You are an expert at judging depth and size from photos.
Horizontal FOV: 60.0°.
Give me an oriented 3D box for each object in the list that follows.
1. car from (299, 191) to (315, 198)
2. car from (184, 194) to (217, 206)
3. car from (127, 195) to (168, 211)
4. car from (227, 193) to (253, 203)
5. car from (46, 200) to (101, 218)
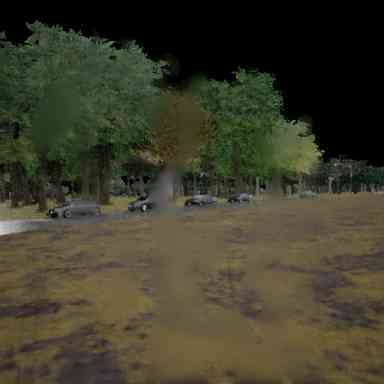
[{"bbox_3d":[22.988,0.448,66.266,2.033,1.411,5.357,-3,-1,35],"label":"car"},{"bbox_3d":[1.197,1.025,41.827,2.033,1.411,5.357,-3,-1,35],"label":"car"},{"bbox_3d":[-4.467,1.132,33.824,1.837,1.490,4.892,-3,-1,35],"label":"car"},{"bbox_3d":[7.387,0.866,50.522,2.033,1.411,5.357,-3,-1,36],"label":"car"},{"bbox_3d":[-9.454,1.330,26.739,1.994,1.385,4.181,-3,-1,36],"label":"car"}]
